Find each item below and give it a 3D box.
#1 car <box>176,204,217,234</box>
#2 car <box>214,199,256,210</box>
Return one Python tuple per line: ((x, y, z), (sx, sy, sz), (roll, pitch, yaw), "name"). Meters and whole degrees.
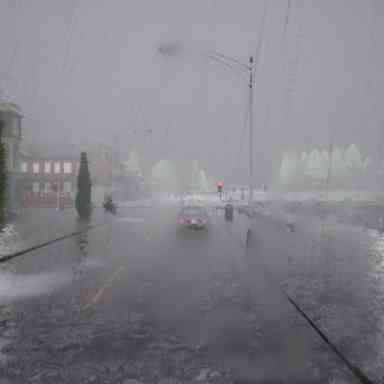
((0.086, 1.505, 18.886), (2.033, 1.411, 5.357), (0, 0, 0), "car")
((5.124, 1.514, 39.199), (4.718, 1.301, 1.895), (0, 0, -19), "car")
